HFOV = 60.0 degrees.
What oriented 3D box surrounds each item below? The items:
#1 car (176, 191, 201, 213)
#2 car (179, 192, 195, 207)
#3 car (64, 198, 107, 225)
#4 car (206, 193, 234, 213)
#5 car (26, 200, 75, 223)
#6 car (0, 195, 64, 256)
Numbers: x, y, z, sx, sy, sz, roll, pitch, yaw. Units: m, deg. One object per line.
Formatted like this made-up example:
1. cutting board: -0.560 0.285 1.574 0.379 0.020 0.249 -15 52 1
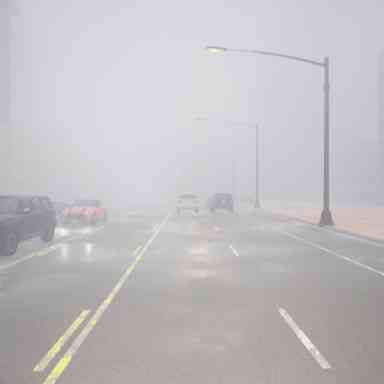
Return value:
1. car: -0.472 1.097 35.254 2.150 2.045 5.566 0 0 -1
2. car: -0.683 1.049 47.536 2.150 2.045 5.566 0 0 -1
3. car: -7.462 1.270 23.376 2.097 1.767 4.553 0 0 -1
4. car: 3.031 1.092 35.007 2.150 2.045 5.566 0 0 -1
5. car: -10.920 1.438 26.076 1.837 1.490 4.892 0 0 -1
6. car: -7.298 1.176 13.218 2.150 2.045 5.566 0 0 -1
